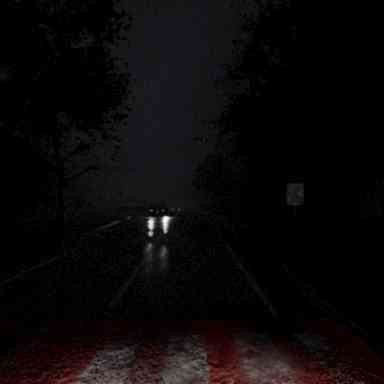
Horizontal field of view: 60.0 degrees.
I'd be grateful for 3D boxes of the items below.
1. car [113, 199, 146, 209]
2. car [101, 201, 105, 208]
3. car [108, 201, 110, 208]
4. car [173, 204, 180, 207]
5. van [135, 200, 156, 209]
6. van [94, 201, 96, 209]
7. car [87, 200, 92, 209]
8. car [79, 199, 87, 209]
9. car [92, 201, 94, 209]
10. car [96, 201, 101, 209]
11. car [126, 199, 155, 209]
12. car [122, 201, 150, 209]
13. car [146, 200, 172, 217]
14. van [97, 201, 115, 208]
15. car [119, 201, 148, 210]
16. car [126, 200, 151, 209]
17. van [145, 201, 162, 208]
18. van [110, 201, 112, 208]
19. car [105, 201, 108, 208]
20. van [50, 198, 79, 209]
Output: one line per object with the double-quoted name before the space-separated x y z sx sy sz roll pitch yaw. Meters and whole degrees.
"car" -10.432 2.325 58.191 5.366 1.575 1.946 0 -2 0
"car" -23.777 3.116 77.601 5.008 1.535 2.097 0 -3 0
"car" -23.801 3.367 83.262 4.892 1.521 2.231 0 -3 0
"car" -3.629 3.033 77.853 1.895 1.301 4.718 0 -3 0
"van" -10.819 2.908 77.600 4.442 1.987 1.878 0 -3 0
"van" -23.875 2.652 72.201 4.442 1.987 1.878 0 -3 0
"car" -23.549 2.633 66.660 5.366 1.575 1.946 0 -2 0
"car" -23.750 2.269 63.903 5.566 2.045 2.435 0 -2 0
"car" -23.740 2.757 69.423 4.892 1.521 2.231 0 -3 0
"car" -23.739 2.874 74.964 4.553 1.767 2.185 0 -3 0
"car" -10.637 2.516 69.281 5.566 2.045 2.435 0 -3 0
"car" -10.648 2.533 63.727 5.008 1.535 2.097 0 -2 0
"car" -3.520 1.851 36.247 1.837 1.490 4.892 0 -1 0
"van" -23.726 3.506 91.574 4.442 1.987 1.878 0 -3 0
"car" -10.635 2.427 60.957 4.892 1.521 2.231 0 -2 0
"car" -10.685 2.522 66.506 4.553 1.767 2.185 0 -3 0
"van" -10.646 3.520 91.468 4.442 1.987 1.878 0 -3 0
"van" -23.936 3.262 86.039 4.442 1.987 1.878 0 -3 0
"car" -23.790 3.244 80.494 5.008 1.535 2.097 0 -3 0
"van" -23.827 2.183 61.011 4.442 1.987 1.878 0 -2 0
